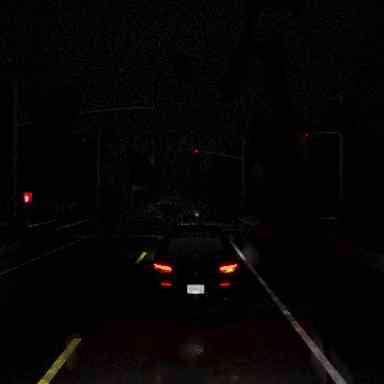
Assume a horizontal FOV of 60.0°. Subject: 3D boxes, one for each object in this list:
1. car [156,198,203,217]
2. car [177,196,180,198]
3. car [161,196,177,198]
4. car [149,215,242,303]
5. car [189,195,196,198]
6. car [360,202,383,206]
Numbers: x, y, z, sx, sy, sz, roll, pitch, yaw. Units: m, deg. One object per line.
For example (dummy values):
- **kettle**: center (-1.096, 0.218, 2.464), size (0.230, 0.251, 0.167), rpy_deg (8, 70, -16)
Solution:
- **car**: center (-0.960, 1.489, 27.392), size (2.128, 1.511, 4.902), rpy_deg (-1, 0, -33)
- **car**: center (-3.528, 1.526, 58.924), size (1.812, 1.442, 4.674), rpy_deg (0, 0, 0)
- **car**: center (-3.560, 1.351, 44.765), size (2.097, 1.767, 4.553), rpy_deg (0, 0, 0)
- **car**: center (0.080, 1.526, 8.092), size (1.812, 1.442, 4.674), rpy_deg (0, 0, 0)
- **car**: center (0.069, 1.525, 80.886), size (2.128, 1.511, 4.902), rpy_deg (0, 0, 0)
- **car**: center (15.563, 1.528, 28.655), size (5.357, 1.411, 2.033), rpy_deg (0, 0, -6)
